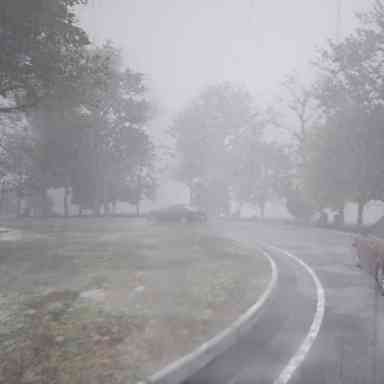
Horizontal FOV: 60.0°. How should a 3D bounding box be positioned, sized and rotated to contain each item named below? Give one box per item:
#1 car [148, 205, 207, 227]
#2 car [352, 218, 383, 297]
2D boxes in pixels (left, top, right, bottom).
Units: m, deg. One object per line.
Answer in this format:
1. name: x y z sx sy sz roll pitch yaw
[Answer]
1. car: -1.182 1.727 25.439 5.008 1.535 1.882 0 -1 36
2. car: 5.596 1.417 8.557 2.097 1.767 4.553 0 -1 16
